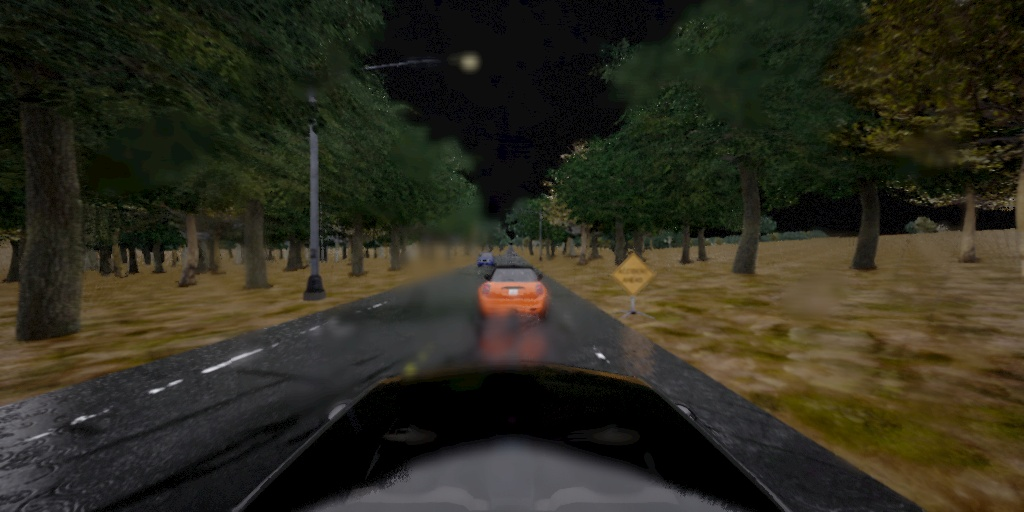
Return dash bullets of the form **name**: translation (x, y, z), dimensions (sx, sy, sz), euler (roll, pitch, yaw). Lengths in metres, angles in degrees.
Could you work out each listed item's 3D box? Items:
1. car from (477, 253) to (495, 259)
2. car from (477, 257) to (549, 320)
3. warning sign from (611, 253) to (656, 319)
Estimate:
- **car**: translation (-3.586, 0.532, 50.209), dimensions (2.150, 2.045, 5.566), euler (0, 1, 0)
- **car**: translation (0.067, 1.052, 12.607), dimensions (2.097, 1.767, 4.553), euler (0, 0, 0)
- **warning sign**: translation (3.549, 0.832, 10.557), dimensions (1.300, 1.860, 1.060), euler (0, 0, 0)
